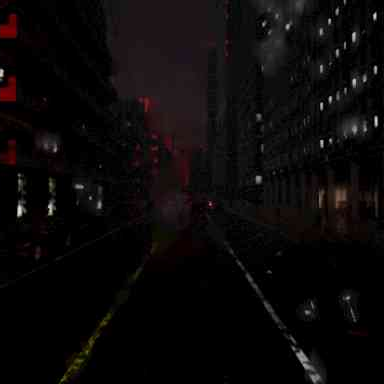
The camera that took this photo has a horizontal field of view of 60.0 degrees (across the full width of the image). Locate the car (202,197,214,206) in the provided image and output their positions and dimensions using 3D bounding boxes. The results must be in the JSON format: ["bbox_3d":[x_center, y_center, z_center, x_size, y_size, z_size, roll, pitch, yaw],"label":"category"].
[{"bbox_3d":[2.667,1.513,56.356,1.887,1.381,4.507,1,0,0],"label":"car"}]

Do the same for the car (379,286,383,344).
[{"bbox_3d":[2.704,1.566,0.874,1.947,1.339,4.313,1,0,0],"label":"car"}]

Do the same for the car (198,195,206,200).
[{"bbox_3d":[2.644,1.522,89.643,1.802,1.307,4.206,1,0,0],"label":"car"}]

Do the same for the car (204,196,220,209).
[{"bbox_3d":[2.676,1.417,45.259,1.967,1.590,4.097,1,0,0],"label":"car"}]

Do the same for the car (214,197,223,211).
[{"bbox_3d":[2.678,1.525,39.711,1.887,1.381,4.507,1,0,0],"label":"car"}]

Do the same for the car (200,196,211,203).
[{"bbox_3d":[2.660,1.510,67.451,2.008,1.369,4.403,1,0,0],"label":"car"}]

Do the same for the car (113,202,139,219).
[{"bbox_3d":[-5.694,1.532,28.540,1.887,1.381,4.507,1,0,0],"label":"car"}]

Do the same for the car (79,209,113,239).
[{"bbox_3d":[-5.688,1.576,17.445,1.802,1.307,4.206,1,0,0],"label":"car"}]

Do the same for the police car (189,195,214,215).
[{"bbox_3d":[0.877,1.409,34.296,1.930,1.638,5.238,0,0,0],"label":"police car"}]

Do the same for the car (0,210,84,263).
[{"bbox_3d":[-5.684,1.547,11.899,2.008,1.369,4.403,1,0,0],"label":"car"}]

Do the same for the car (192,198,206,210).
[{"bbox_3d":[0.851,1.504,44.188,1.812,1.442,4.674,0,0,0],"label":"car"}]

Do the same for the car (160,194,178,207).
[{"bbox_3d":[-3.115,1.465,50.031,2.128,1.511,4.902,0,0,0],"label":"car"}]

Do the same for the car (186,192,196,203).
[{"bbox_3d":[-0.046,1.088,69.823,2.150,2.045,5.566,0,0,0],"label":"car"}]

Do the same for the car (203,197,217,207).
[{"bbox_3d":[2.671,1.518,50.807,1.887,1.381,4.507,1,0,0],"label":"car"}]

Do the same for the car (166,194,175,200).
[{"bbox_3d":[-5.733,1.381,89.554,1.967,1.590,4.097,1,0,0],"label":"car"}]

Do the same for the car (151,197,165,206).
[{"bbox_3d":[-5.713,1.514,56.274,1.887,1.381,4.507,1,0,0],"label":"car"}]

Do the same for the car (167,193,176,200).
[{"bbox_3d":[-5.737,1.251,95.101,2.192,1.841,5.009,1,0,0],"label":"car"}]

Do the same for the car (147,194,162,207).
[{"bbox_3d":[-5.707,1.414,50.726,1.967,1.590,4.097,1,0,0],"label":"car"}]

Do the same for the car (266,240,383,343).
[{"bbox_3d":[2.700,1.564,6.422,1.947,1.339,4.313,1,0,0],"label":"car"}]

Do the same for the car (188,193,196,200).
[{"bbox_3d":[-0.056,1.205,84.766,2.097,1.767,4.553,0,0,0],"label":"car"}]

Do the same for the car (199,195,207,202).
[{"bbox_3d":[2.653,1.475,78.717,1.752,1.417,4.829,1,0,0],"label":"car"}]
